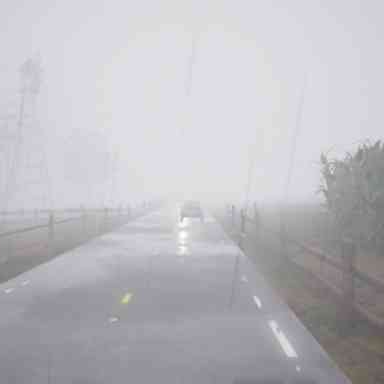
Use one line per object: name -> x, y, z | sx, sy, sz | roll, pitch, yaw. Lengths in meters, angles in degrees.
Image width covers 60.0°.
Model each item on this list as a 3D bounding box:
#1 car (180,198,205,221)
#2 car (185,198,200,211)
car -> 0.014, 1.529, 27.034 | 2.128, 1.511, 4.902 | 0, 0, 0
car -> 0.069, 1.605, 44.071 | 1.837, 1.490, 4.892 | 0, 0, 0
